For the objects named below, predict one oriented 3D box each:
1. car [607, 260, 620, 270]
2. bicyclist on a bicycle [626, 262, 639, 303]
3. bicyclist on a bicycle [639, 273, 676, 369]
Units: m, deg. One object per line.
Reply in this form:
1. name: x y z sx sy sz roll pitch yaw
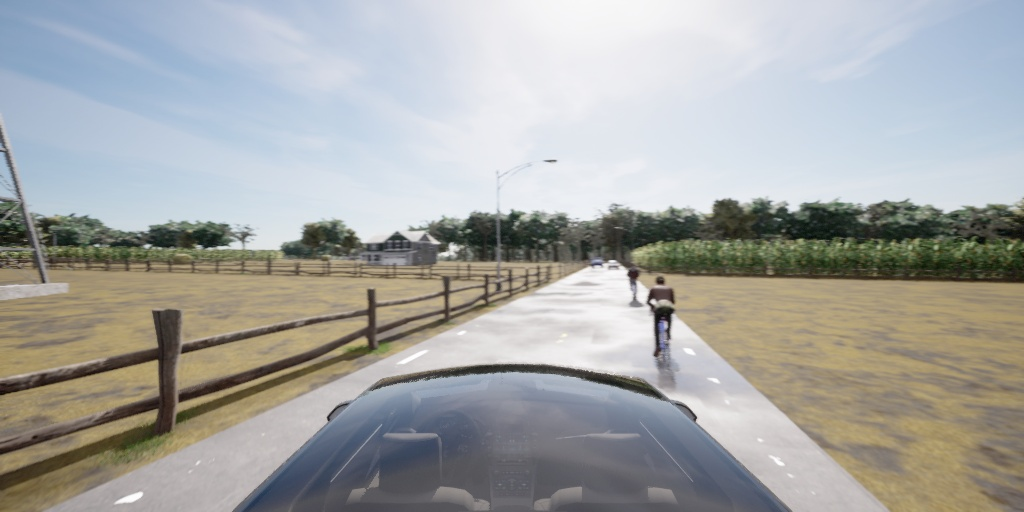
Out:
1. car: 16.647 1.570 58.898 1.895 1.301 4.718 -1 0 16
2. bicyclist on a bicycle: 5.452 1.169 16.156 0.659 1.776 1.843 -1 0 15
3. bicyclist on a bicycle: 2.874 1.205 6.873 0.582 1.620 1.656 -1 -1 15
